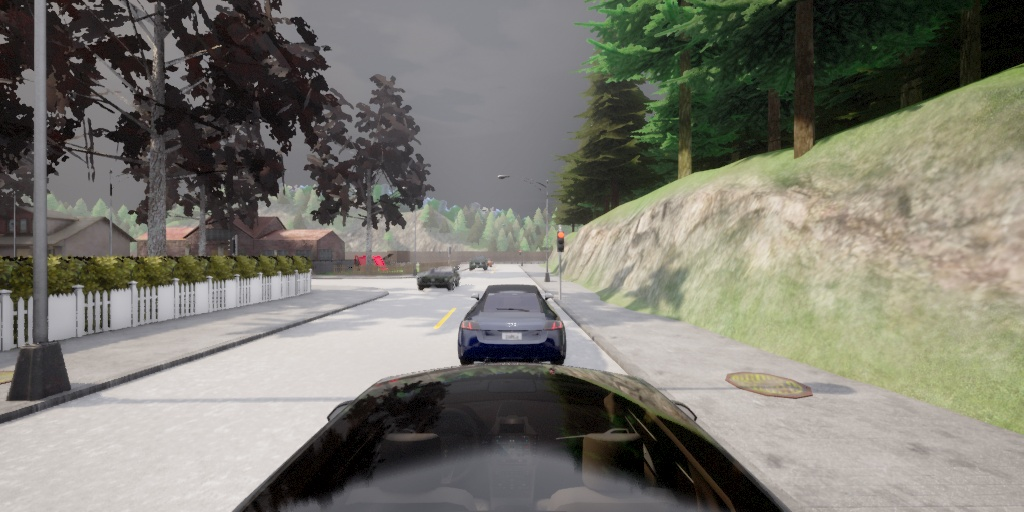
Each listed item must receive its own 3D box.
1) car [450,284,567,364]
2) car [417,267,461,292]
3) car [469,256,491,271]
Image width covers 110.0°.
[{"bbox_3d":[0.004,1.314,8.014,1.994,1.385,4.181,0,0,0],"label":"car"},{"bbox_3d":[-4.281,1.351,21.500,1.895,1.301,4.718,0,0,-1],"label":"car"},{"bbox_3d":[-4.540,0.972,49.498,2.150,2.045,5.566,0,0,-1],"label":"car"}]
